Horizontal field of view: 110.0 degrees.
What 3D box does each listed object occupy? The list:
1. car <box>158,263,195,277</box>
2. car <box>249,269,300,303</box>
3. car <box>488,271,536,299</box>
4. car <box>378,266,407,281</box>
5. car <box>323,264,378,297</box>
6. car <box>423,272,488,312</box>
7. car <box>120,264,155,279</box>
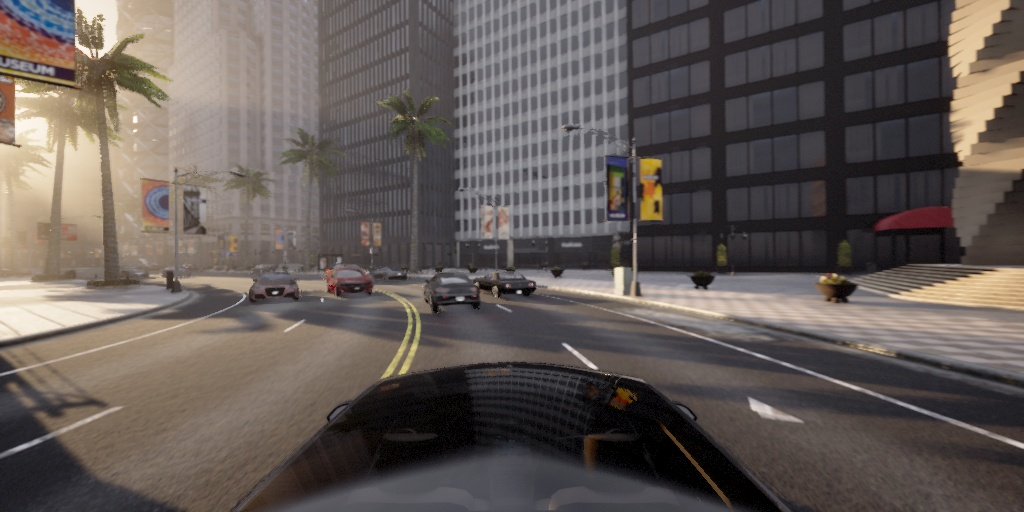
[{"bbox_3d":[-43.080,2.022,46.011,4.674,1.442,1.812,-1,0,31],"label":"car"},{"bbox_3d":[-12.161,1.551,18.494,1.994,1.385,4.181,0,0,-32],"label":"car"},{"bbox_3d":[-0.551,1.470,19.342,1.895,1.301,4.718,0,0,-24],"label":"car"},{"bbox_3d":[-11.877,1.650,34.397,4.181,1.385,1.994,-1,-1,42],"label":"car"},{"bbox_3d":[-9.518,1.452,20.901,1.882,1.535,5.008,0,-1,-34],"label":"car"},{"bbox_3d":[-2.614,1.389,15.066,1.812,1.442,4.674,0,0,-19],"label":"car"},{"bbox_3d":[-46.151,2.006,43.778,4.902,1.511,2.128,-1,0,32],"label":"car"}]
